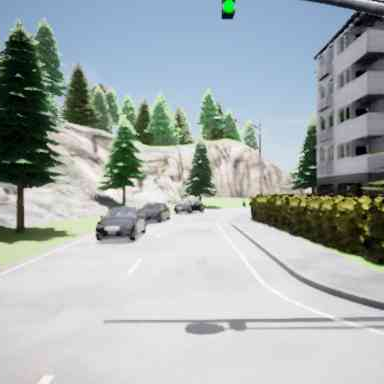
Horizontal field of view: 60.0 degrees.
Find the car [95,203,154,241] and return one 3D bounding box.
[{"bbox_3d":[-3.482,1.522,17.033,2.128,1.511,4.902,0,0,1],"label":"car"}]

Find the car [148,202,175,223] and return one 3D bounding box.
[{"bbox_3d":[-2.958,1.552,26.382,1.837,1.490,4.892,0,0,8],"label":"car"}]

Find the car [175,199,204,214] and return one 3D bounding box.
[{"bbox_3d":[-0.268,1.555,36.047,2.128,1.511,4.902,0,0,25],"label":"car"}]
